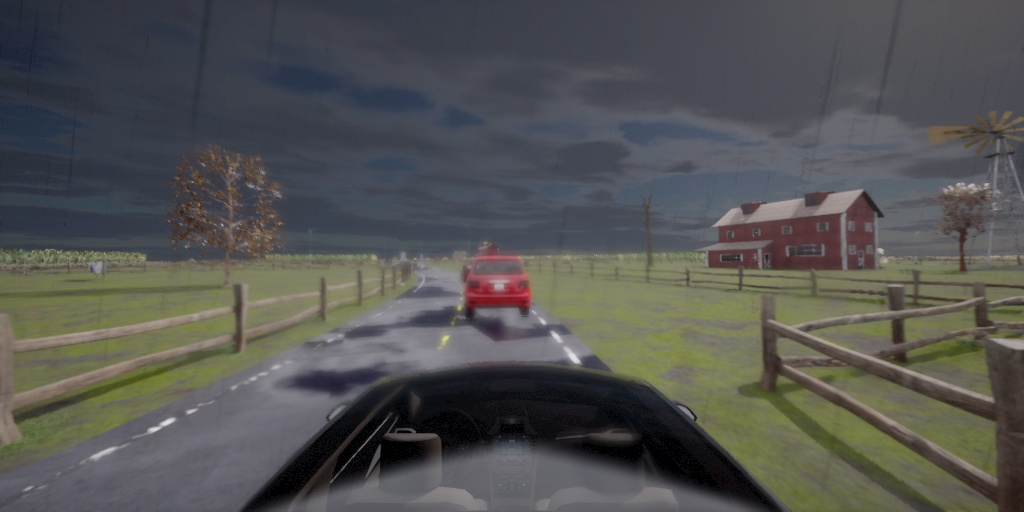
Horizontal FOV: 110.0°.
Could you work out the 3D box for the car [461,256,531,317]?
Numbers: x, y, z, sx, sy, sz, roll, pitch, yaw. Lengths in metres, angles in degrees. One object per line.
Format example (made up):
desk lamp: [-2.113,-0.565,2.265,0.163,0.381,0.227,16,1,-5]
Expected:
car: [-0.628,1.028,13.586,2.150,2.045,5.566,0,0,-5]

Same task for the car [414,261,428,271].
car: [-14.271,1.516,56.127,2.128,1.511,4.902,0,0,-21]
